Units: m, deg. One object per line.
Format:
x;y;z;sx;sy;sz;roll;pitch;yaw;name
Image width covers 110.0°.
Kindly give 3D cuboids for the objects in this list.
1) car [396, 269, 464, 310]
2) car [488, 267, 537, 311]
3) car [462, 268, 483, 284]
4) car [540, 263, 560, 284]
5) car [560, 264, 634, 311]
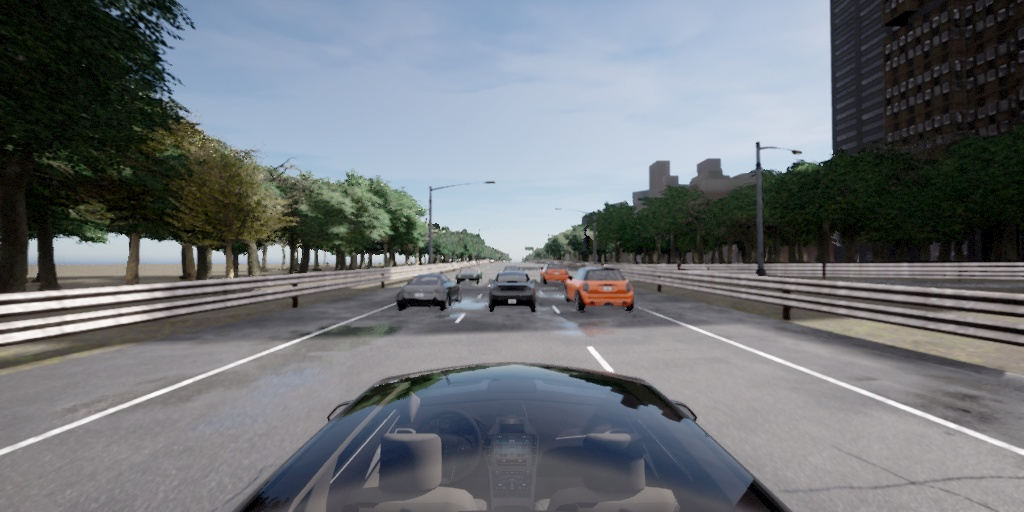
-3.472;1.457;15.498;1.994;1.385;4.181;0;0;0;car
0.026;1.398;15.366;1.837;1.490;4.892;0;0;0;car
-3.472;1.636;30.111;1.895;1.301;4.718;0;0;0;car
3.531;1.387;30.284;2.097;1.767;4.553;0;-1;0;car
3.526;1.241;15.288;2.097;1.767;4.553;0;-1;0;car
